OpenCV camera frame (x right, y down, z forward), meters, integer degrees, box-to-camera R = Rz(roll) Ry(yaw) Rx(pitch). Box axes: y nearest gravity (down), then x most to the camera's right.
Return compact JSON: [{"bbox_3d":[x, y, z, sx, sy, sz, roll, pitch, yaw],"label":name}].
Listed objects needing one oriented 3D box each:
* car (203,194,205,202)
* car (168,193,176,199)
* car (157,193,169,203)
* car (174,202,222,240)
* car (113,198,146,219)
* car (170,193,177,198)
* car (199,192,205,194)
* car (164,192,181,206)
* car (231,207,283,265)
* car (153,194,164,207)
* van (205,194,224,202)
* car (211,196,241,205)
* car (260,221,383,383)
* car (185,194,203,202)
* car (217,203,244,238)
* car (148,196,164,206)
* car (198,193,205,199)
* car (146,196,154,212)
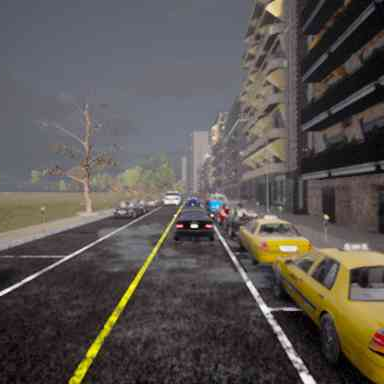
[{"bbox_3d":[2.563,1.312,44.992,1.947,1.339,4.313,1,0,0],"label":"car"},{"bbox_3d":[-5.327,1.057,89.605,2.008,1.369,4.403,1,0,0],"label":"car"},{"bbox_3d":[-5.319,1.097,61.335,1.967,1.590,4.097,1,0,0],"label":"car"},{"bbox_3d":[0.096,1.454,16.321,2.033,1.411,5.357,0,0,0],"label":"car"},{"bbox_3d":[-5.313,1.395,27.412,2.008,1.369,4.403,1,0,0],"label":"car"},{"bbox_3d":[-5.328,1.059,95.259,1.802,1.307,4.206,1,0,0],"label":"car"},{"bbox_3d":[2.557,0.847,84.617,2.192,1.841,5.009,1,0,0],"label":"car"},{"bbox_3d":[-2.760,0.949,47.633,2.150,2.045,5.566,0,0,0],"label":"car"},{"bbox_3d":[2.572,1.461,11.197,1.752,1.417,4.829,1,0,0],"label":"car"},{"bbox_3d":[-5.315,1.190,44.373,1.967,1.590,4.097,1,0,0],"label":"car"},{"bbox_3d":[2.569,1.150,33.669,1.690,1.788,3.998,1,0,0],"label":"van"},{"bbox_3d":[2.570,1.312,22.348,1.967,1.590,4.097,1,0,0],"label":"car"},{"bbox_3d":[2.573,1.493,5.536,1.752,1.417,4.829,1,0,0],"label":"car"},{"bbox_3d":[0.093,1.293,41.022,1.812,1.442,4.674,0,0,0],"label":"car"},{"bbox_3d":[2.570,1.455,16.687,2.008,1.369,4.403,1,0,0],"label":"car"},{"bbox_3d":[-5.318,1.284,50.028,1.947,1.339,4.313,1,0,0],"label":"car"},{"bbox_3d":[2.553,1.048,90.280,1.887,1.381,4.507,1,0,0],"label":"car"},{"bbox_3d":[-5.314,1.363,33.066,2.008,1.369,4.403,1,0,0],"label":"car"}]
